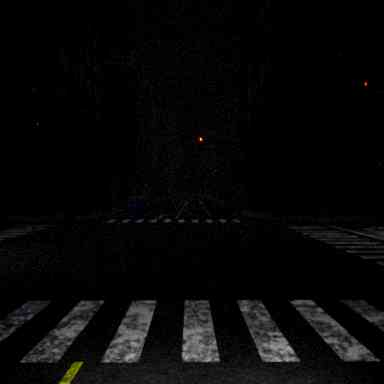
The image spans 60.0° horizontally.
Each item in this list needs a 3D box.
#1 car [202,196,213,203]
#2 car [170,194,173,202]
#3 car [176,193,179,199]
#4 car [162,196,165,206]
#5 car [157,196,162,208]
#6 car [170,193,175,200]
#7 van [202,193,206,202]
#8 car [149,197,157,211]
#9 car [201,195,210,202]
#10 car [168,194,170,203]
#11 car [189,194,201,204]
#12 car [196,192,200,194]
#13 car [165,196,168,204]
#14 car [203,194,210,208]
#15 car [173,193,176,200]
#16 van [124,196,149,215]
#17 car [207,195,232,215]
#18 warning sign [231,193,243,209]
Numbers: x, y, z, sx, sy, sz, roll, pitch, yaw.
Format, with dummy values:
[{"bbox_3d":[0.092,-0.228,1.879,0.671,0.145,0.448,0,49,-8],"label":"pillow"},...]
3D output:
[{"bbox_3d":[3.030,1.531,67.426,2.008,1.369,4.403,0,0,0],"label":"car"},{"bbox_3d":[-5.496,1.546,67.465,1.947,1.339,4.313,0,0,0],"label":"car"},{"bbox_3d":[-5.373,1.280,90.138,2.192,1.841,5.009,0,0,0],"label":"car"},{"bbox_3d":[-5.589,1.570,50.460,1.802,1.307,4.206,0,0,0],"label":"car"},{"bbox_3d":[-5.619,1.556,44.792,1.947,1.339,4.313,0,0,0],"label":"car"},{"bbox_3d":[-5.465,1.522,73.132,1.887,1.381,4.507,0,0,0],"label":"car"},{"bbox_3d":[2.968,1.327,56.088,1.690,1.788,3.998,0,0,0],"label":"van"},{"bbox_3d":[-5.650,1.431,39.124,1.967,1.590,4.097,0,0,0],"label":"car"},{"bbox_3d":[3.091,1.413,78.765,1.967,1.590,4.097,0,0,0],"label":"car"},{"bbox_3d":[-5.528,1.509,61.626,1.752,1.417,4.829,0,0,0],"label":"car"},{"bbox_3d":[0.344,1.547,63.784,1.994,1.385,4.181,0,0,0],"label":"car"},{"bbox_3d":[0.397,1.362,73.822,1.994,1.385,4.181,0,0,0],"label":"car"},{"bbox_3d":[-5.558,1.552,56.128,1.947,1.339,4.313,0,0,0],"label":"car"},{"bbox_3d":[2.906,1.430,44.749,1.967,1.590,4.097,0,0,0],"label":"car"},{"bbox_3d":[-5.435,1.499,78.631,1.752,1.417,4.829,0,0,0],"label":"car"},{"bbox_3d":[-5.681,1.333,33.455,1.690,1.788,3.998,0,0,0],"label":"van"},{"bbox_3d":[2.845,1.432,33.411,1.967,1.590,4.097,0,0,0],"label":"car"},{"bbox_3d":[5.278,1.106,39.392,1.300,1.860,1.060,0,0,0],"label":"warning sign"}]
